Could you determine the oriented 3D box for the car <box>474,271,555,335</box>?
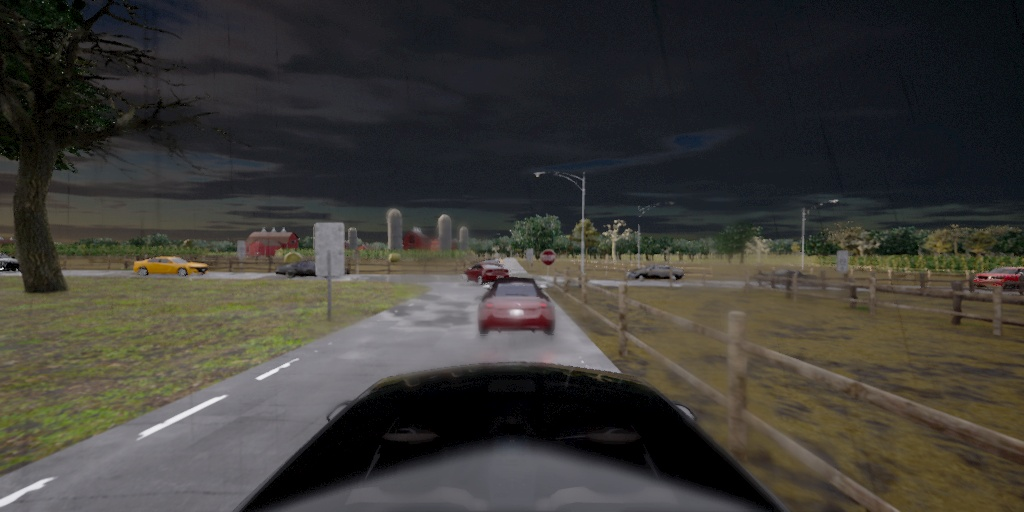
[{"bbox_3d":[0.102,1.319,10.557,1.994,1.385,4.181,0,0,0],"label":"car"}]

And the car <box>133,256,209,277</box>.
[{"bbox_3d":[-27.363,0.821,28.896,5.008,1.535,1.882,1,1,0],"label":"car"}]

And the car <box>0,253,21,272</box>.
[{"bbox_3d":[-41.881,0.489,28.832,4.553,1.767,2.097,1,1,0],"label":"car"}]

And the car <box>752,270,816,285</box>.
[{"bbox_3d":[24.203,1.868,32.150,4.718,1.301,1.895,1,1,0],"label":"car"}]

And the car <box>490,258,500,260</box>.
[{"bbox_3d":[-2.804,1.258,46.290,1.837,1.490,4.892,0,0,-1],"label":"car"}]

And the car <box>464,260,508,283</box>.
[{"bbox_3d":[-1.958,1.243,26.037,1.882,1.535,5.008,1,0,-26],"label":"car"}]

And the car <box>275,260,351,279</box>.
[{"bbox_3d":[-16.023,1.074,28.961,5.357,1.411,2.033,1,1,0],"label":"car"}]

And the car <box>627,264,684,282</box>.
[{"bbox_3d":[12.754,1.509,32.080,4.902,1.511,2.128,1,1,0],"label":"car"}]

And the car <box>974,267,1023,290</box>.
[{"bbox_3d":[44.957,2.011,32.205,5.566,2.045,2.150,2,1,0],"label":"car"}]
